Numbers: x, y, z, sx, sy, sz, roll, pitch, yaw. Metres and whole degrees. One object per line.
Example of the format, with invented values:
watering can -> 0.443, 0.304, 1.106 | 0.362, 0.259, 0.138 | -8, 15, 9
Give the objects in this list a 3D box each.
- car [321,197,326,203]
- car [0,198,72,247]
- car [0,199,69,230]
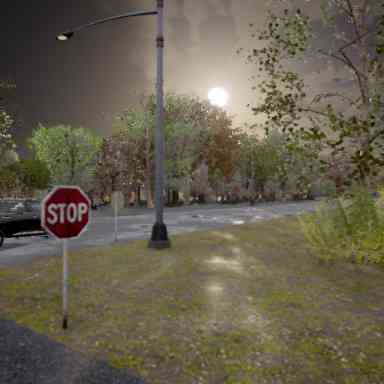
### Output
car -> 30.578, 1.940, 79.424 | 1.837, 1.490, 4.892 | 0, 0, 36
car -> -7.642, 1.262, 14.727 | 2.150, 2.045, 5.566 | 0, -1, 36
car -> -10.858, 1.376, 22.239 | 2.097, 1.767, 4.553 | 0, -1, 36
